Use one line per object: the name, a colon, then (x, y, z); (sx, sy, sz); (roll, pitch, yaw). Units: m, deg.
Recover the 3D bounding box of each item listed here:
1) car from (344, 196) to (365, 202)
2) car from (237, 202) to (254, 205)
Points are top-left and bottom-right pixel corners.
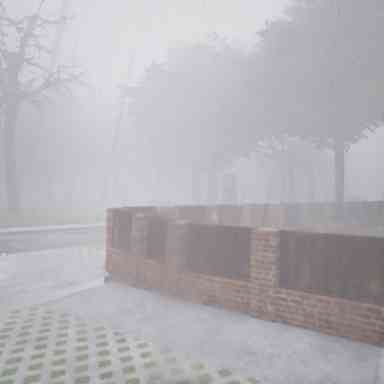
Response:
car: (20.400, 1.572, 42.591); (5.566, 2.045, 2.150); (1, -1, -44)
car: (3.873, 1.595, 26.731); (4.892, 1.490, 1.837); (1, -1, -44)
